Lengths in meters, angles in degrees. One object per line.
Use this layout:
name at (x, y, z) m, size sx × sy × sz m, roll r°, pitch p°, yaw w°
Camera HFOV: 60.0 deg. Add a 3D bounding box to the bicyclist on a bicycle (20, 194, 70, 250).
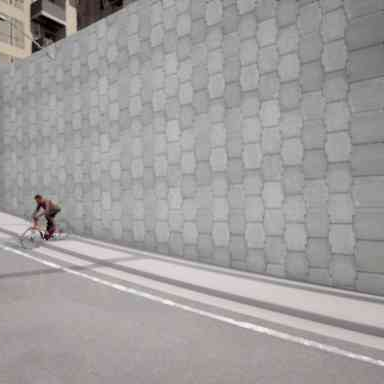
bicyclist on a bicycle at (-4.439, 0.848, 10.085) m, size 0.582 × 1.620 × 1.656 m, roll 7°, pitch 13°, yaw 35°
